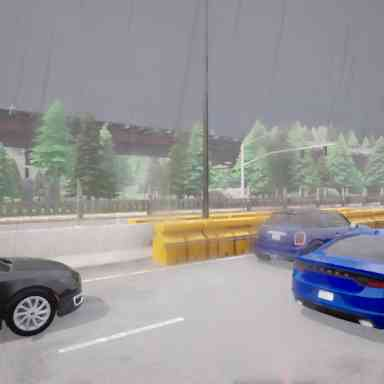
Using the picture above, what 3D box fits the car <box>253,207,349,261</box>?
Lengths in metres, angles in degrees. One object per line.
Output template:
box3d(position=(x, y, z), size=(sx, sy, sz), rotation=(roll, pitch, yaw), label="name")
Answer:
box3d(position=(4.216, 1.352, 11.062), size=(4.553, 1.767, 2.097), rotation=(0, 0, -36), label="car")

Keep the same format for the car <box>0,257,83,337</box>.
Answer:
box3d(position=(-4.202, 1.505, 5.048), size=(4.892, 1.490, 1.837), rotation=(0, 0, -35), label="car")

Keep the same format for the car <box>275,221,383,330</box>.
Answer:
box3d(position=(4.124, 1.478, 6.695), size=(5.008, 1.535, 1.882), rotation=(0, 0, -36), label="car")
